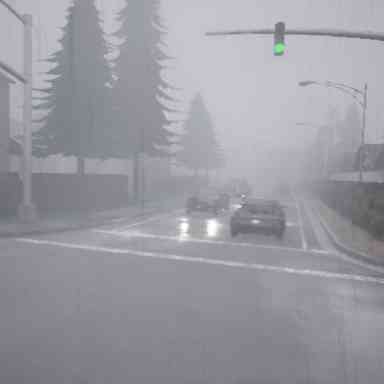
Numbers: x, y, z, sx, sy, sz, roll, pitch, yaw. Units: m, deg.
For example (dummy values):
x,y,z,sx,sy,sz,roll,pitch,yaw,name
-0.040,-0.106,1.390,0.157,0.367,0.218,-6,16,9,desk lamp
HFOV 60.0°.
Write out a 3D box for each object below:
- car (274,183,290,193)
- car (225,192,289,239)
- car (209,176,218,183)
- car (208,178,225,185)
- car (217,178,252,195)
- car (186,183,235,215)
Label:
x,y,z,sx,sy,sz,roll,pitch,yaw,name
11.881,-0.453,44.214,2.128,1.511,4.902,3,4,14,car
2.835,0.939,13.609,1.994,1.385,4.181,3,3,17,car
4.366,-2.714,76.611,3.866,1.878,1.905,2,3,16,car
5.890,-2.540,79.637,3.806,1.475,1.970,2,3,16,car
4.223,-0.240,30.802,2.150,2.045,5.566,3,3,17,car
1.117,0.446,20.627,1.882,1.535,5.008,3,3,17,car
